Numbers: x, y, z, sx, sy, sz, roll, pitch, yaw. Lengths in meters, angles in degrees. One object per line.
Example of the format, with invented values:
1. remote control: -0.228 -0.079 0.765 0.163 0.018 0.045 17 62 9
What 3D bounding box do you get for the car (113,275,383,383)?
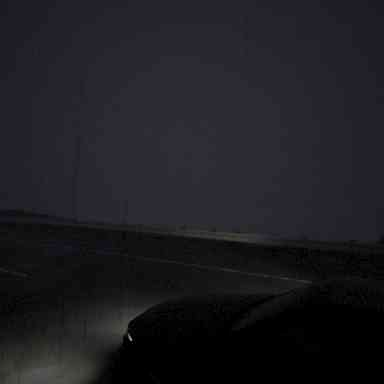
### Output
1. car: 1.373 1.521 2.904 4.674 1.442 1.812 0 0 35
